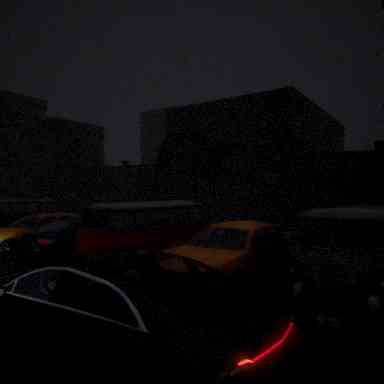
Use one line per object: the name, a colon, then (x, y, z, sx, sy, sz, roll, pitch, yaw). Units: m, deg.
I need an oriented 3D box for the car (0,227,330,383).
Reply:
car: (-1.136, 1.492, 4.187, 4.902, 1.511, 2.128, 0, 0, 35)

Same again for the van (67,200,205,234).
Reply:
van: (-1.129, 1.256, 9.901, 1.878, 1.987, 4.442, 0, 0, 35)

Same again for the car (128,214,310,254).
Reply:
car: (1.052, 1.481, 8.210, 2.097, 1.535, 5.008, 0, 0, 35)

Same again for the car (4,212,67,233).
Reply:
car: (-3.443, 1.524, 11.405, 2.002, 1.452, 4.674, 0, 0, 35)

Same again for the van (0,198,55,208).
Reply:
van: (-7.866, 1.263, 14.704, 1.878, 1.987, 4.442, 0, 0, 35)

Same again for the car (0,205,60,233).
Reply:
car: (-5.794, 1.483, 12.857, 1.946, 1.575, 5.366, 0, 0, 35)
